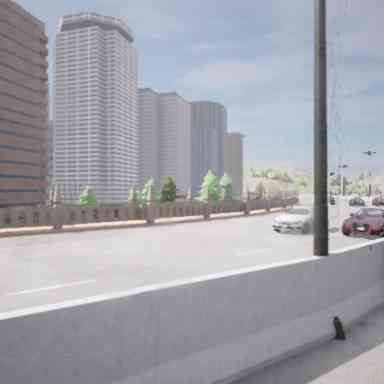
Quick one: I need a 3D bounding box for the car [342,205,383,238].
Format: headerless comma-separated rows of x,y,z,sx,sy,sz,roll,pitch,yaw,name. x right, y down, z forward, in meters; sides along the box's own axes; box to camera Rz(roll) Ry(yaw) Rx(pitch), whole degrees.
9.511,1.585,17.573,1.994,1.385,4.181,0,0,42,car

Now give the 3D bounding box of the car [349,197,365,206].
27.379,1.594,55.210,1.812,1.442,4.674,0,0,18,car

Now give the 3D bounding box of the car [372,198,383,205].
30.754,1.604,54.181,2.033,1.411,5.357,0,0,18,car

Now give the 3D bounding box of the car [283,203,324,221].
9.631,1.651,28.446,1.895,1.301,4.718,0,0,37,car

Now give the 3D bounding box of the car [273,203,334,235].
6.504,1.561,19.458,1.812,1.442,4.674,0,0,43,car

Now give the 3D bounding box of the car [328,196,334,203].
27.311,1.569,66.854,1.837,1.490,4.892,0,0,17,car
